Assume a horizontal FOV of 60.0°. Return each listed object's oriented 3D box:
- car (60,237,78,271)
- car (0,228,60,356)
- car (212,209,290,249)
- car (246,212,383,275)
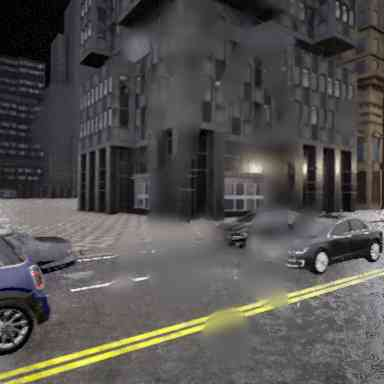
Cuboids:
[{"bbox_3d":[-5.516,1.548,7.665,5.357,1.411,2.033,0,0,-35],"label":"car"},{"bbox_3d":[-4.450,1.351,4.454,4.553,1.767,2.097,0,0,-35],"label":"car"},{"bbox_3d":[3.097,1.483,13.760,5.008,1.535,1.882,0,0,-35],"label":"car"},{"bbox_3d":[4.208,1.509,10.575,4.892,1.490,1.837,0,0,-35],"label":"car"}]
